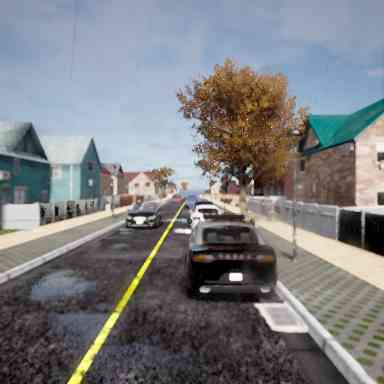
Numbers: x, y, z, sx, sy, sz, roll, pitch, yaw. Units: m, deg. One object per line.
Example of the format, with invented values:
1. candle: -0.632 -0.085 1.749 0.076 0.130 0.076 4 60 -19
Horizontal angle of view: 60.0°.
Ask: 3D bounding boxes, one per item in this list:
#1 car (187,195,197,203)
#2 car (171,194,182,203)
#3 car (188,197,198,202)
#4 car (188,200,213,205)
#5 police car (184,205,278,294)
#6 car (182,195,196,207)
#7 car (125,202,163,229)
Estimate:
1. car: -0.012 1.305 63.637 1.882 1.535 5.008 0 0 0
2. car: -2.803 1.179 62.104 2.097 1.767 4.553 0 0 0
3. car: 0.819 1.372 24.725 1.837 1.490 4.892 0 0 0
4. car: 0.821 1.425 18.725 1.812 1.442 4.674 0 0 0
5. police car: 0.823 1.376 8.834 1.930 1.638 5.238 0 0 0
6. car: 0.016 1.376 46.002 2.033 1.411 5.357 0 0 0
7. car: -2.853 1.380 20.604 2.128 1.511 4.902 0 0 0
